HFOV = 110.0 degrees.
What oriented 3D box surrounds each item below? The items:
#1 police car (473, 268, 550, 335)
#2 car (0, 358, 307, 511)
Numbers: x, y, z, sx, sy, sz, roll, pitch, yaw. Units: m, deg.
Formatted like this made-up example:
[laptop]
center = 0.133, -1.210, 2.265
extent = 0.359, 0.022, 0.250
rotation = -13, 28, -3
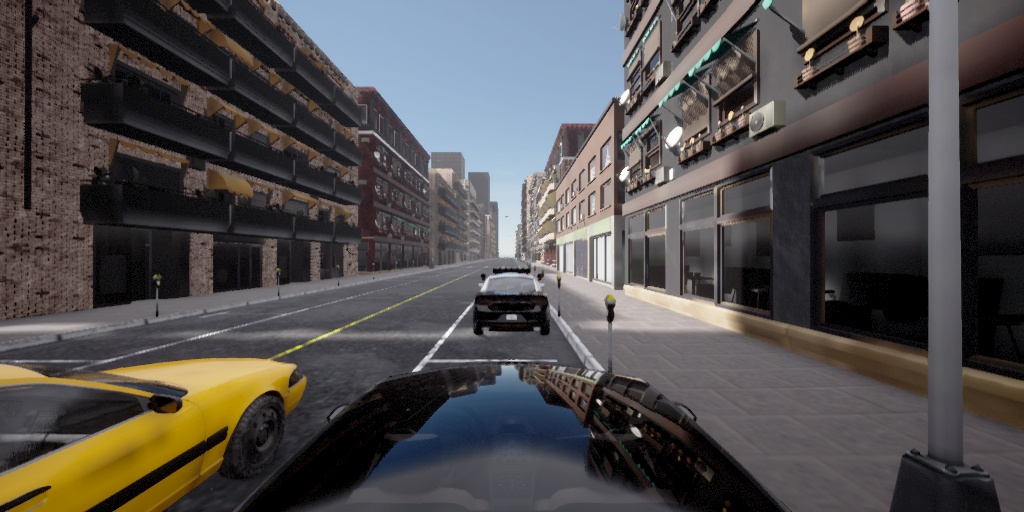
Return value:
[police car]
center = -0.011, 1.165, 10.609
extent = 1.930, 1.638, 5.238
rotation = 0, 0, 0
[car]
center = -3.145, 1.200, 1.690
extent = 1.801, 1.575, 5.366
rotation = 0, 0, 0
